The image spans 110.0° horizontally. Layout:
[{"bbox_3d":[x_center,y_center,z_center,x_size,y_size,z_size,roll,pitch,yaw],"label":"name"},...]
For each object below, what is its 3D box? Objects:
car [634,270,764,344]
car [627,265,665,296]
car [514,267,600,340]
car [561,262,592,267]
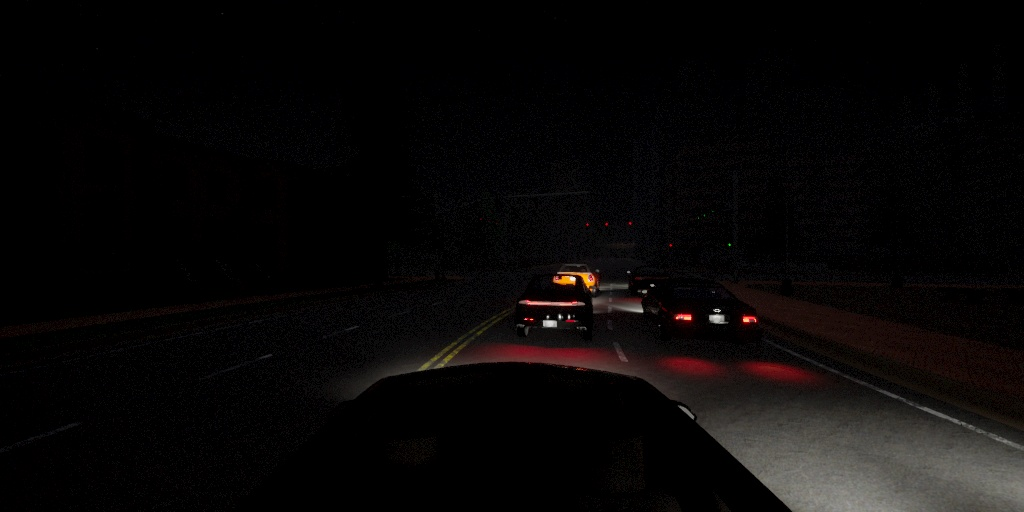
[{"bbox_3d":[4.696,1.297,9.647,2.033,1.411,5.357,0,0,13],"label":"car"},{"bbox_3d":[7.254,1.228,19.135,1.882,1.535,5.008,0,0,16],"label":"car"},{"bbox_3d":[1.323,1.242,10.076,2.128,1.511,4.902,0,0,12],"label":"car"},{"bbox_3d":[3.487,1.102,18.963,2.097,1.767,4.553,0,0,16],"label":"car"}]
